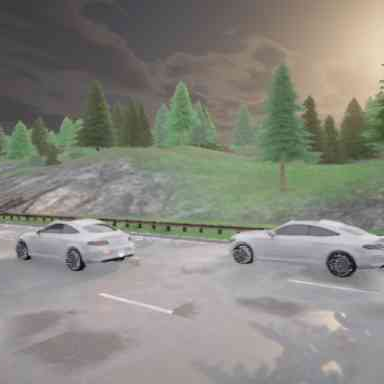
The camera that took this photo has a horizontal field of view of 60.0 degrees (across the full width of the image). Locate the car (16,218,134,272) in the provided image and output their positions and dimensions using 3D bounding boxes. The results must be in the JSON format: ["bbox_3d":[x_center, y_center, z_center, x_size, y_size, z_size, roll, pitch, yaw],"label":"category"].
[{"bbox_3d":[-3.966,1.606,11.097,4.674,1.442,1.812,0,0,35],"label":"car"}]

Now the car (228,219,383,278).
[{"bbox_3d":[3.363,1.551,10.193,4.674,1.442,1.812,0,0,35],"label":"car"}]
